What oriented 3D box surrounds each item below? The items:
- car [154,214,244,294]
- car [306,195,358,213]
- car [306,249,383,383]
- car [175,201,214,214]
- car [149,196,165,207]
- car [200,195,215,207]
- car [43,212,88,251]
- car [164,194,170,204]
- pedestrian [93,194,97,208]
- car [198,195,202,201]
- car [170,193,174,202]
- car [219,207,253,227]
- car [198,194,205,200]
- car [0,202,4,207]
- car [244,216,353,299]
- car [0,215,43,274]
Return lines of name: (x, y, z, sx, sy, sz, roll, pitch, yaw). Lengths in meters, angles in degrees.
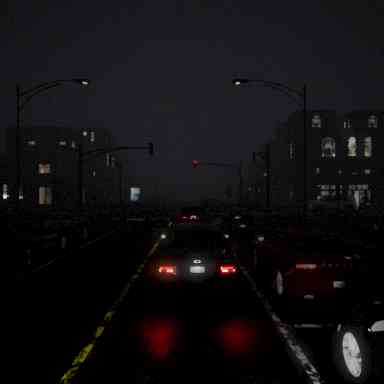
car: (0.089, 1.548, 8.941, 2.033, 1.411, 5.357, 0, 0, 0)
car: (15.567, 1.315, 37.253, 5.566, 2.045, 2.150, 0, 0, 1)
car: (2.691, 1.551, 2.593, 2.008, 1.369, 4.403, 0, 0, 0)
car: (0.077, 1.507, 19.462, 1.837, 1.490, 4.892, 0, 0, 0)
car: (-5.749, 1.588, 52.062, 1.802, 1.307, 4.206, 0, 0, 0)
car: (2.632, 1.572, 52.059, 1.947, 1.339, 4.313, 0, 0, 0)
car: (-5.703, 1.552, 13.984, 2.008, 1.369, 4.403, 0, 0, 0)
car: (-5.762, 1.559, 63.105, 2.008, 1.369, 4.403, 0, 0, 0)
pedestrian: (-12.603, 1.135, 43.187, 0.375, 1.860, 0.375, 0, -1, 1)
car: (2.618, 1.590, 63.101, 1.802, 1.307, 4.206, 0, 0, 0)
car: (-5.775, 1.451, 74.149, 1.967, 1.590, 4.097, 0, 0, 0)
car: (2.671, 1.553, 19.669, 2.008, 1.369, 4.403, 0, 0, 0)
car: (2.586, 1.458, 90.712, 1.967, 1.590, 4.097, 0, 0, 0)
car: (-25.499, 1.447, 40.427, 4.829, 1.417, 1.752, 0, -1, 1)
car: (2.685, 1.546, 8.285, 1.887, 1.381, 4.507, 0, 0, 0)
car: (-5.695, 1.441, 8.292, 1.967, 1.590, 4.097, 0, 0, 0)
